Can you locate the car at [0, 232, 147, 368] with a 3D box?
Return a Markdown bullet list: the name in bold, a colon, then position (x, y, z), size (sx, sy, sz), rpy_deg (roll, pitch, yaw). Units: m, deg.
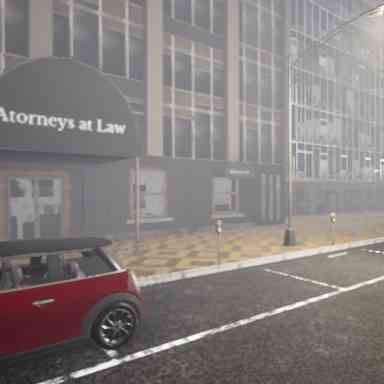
- **car**: position (-2.790, 1.440, 4.573), size (4.097, 1.590, 1.967), rpy_deg (0, 0, -35)
